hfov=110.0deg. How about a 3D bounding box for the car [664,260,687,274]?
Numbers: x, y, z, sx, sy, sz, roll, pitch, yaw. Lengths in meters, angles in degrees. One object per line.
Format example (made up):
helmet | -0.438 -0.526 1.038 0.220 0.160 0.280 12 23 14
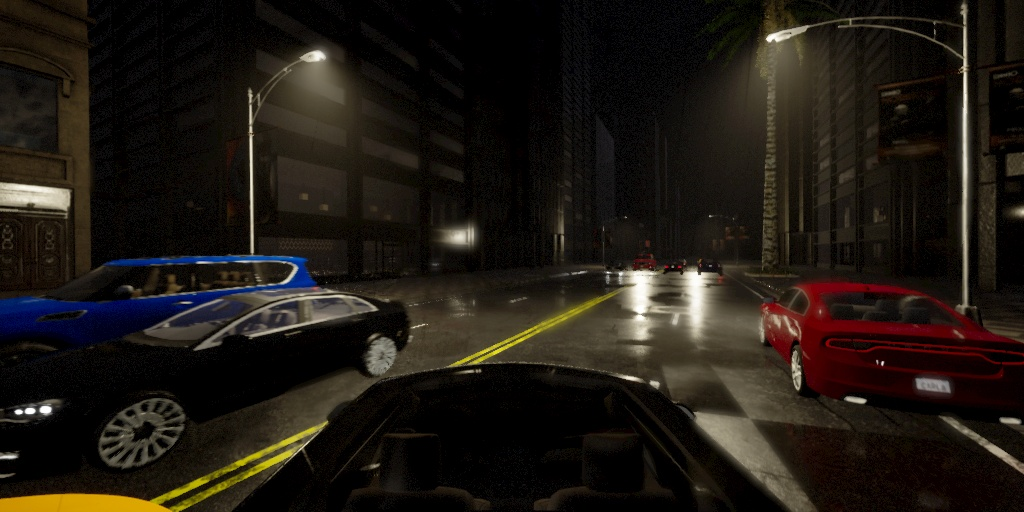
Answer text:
car | 17.291 1.142 38.173 2.033 1.411 5.357 0 0 27

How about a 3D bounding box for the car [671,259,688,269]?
car | 23.544 1.147 50.322 1.895 1.301 4.718 0 0 27

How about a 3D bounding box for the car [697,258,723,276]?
car | 19.292 0.936 35.001 2.097 1.767 4.553 0 0 27

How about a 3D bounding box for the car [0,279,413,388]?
car | -3.606 1.266 5.118 2.128 1.511 4.902 0 0 27

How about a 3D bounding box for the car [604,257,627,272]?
car | 12.931 1.146 44.315 1.812 1.442 4.674 0 0 27

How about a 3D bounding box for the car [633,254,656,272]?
car | 16.043 0.822 43.288 2.150 2.045 5.566 0 0 27

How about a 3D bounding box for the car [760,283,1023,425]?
car | 5.514 1.186 5.928 1.882 1.535 5.008 0 0 27

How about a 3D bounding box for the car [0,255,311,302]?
car | -6.474 1.015 6.650 2.150 2.045 5.566 0 0 27
